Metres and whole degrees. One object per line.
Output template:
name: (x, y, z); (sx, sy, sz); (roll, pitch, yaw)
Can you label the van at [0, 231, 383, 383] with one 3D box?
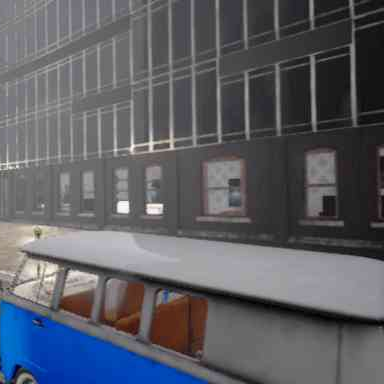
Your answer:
van: (-0.172, 1.341, 3.019); (3.998, 1.788, 1.690); (0, -1, 36)
